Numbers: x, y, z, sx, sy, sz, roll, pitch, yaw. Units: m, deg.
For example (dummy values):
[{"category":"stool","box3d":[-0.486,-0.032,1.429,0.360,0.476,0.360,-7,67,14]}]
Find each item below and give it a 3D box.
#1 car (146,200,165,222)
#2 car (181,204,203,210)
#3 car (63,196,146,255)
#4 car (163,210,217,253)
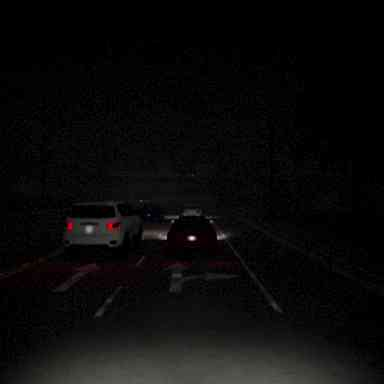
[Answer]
[{"category":"car","box3d":[-3.503,1.751,29.467,1.882,1.535,5.008,0,0,0]},{"category":"car","box3d":[-0.003,1.798,29.377,1.812,1.442,4.674,0,0,0]},{"category":"car","box3d":[-3.503,1.347,14.017,2.150,2.045,5.566,0,0,0]},{"category":"car","box3d":[0.000,1.698,14.300,1.994,1.385,4.181,0,0,0]}]
